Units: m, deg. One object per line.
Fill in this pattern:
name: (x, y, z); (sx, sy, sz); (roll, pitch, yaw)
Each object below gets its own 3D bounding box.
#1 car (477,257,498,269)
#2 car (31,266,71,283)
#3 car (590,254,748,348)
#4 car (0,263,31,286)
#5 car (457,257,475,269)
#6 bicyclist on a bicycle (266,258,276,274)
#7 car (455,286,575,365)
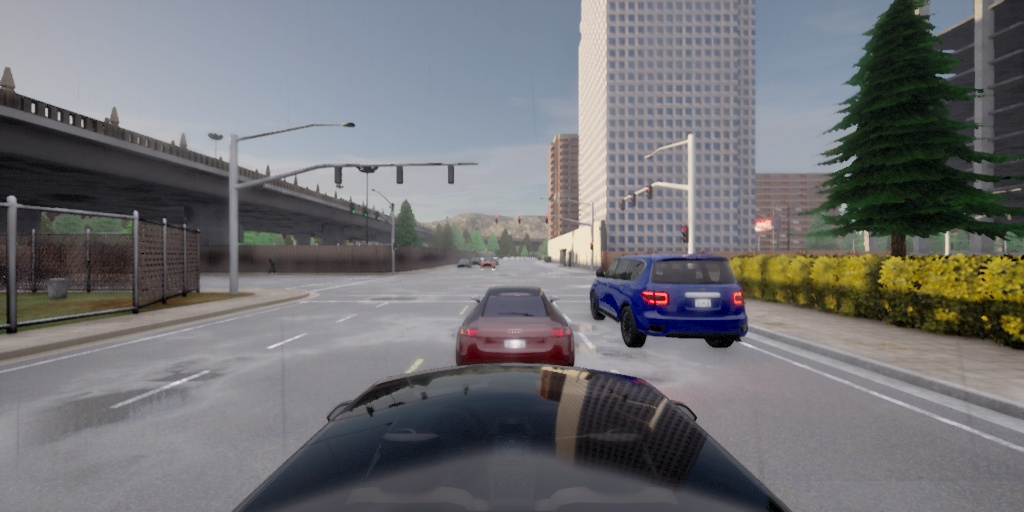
car: (-3.570, 1.031, 53.731); (2.097, 1.767, 4.553); (0, 0, 0)
car: (-35.982, 1.372, 26.659); (4.718, 1.301, 1.895); (0, 0, 0)
car: (3.570, 0.961, 9.329); (2.150, 2.045, 5.566); (0, 0, 1)
car: (-35.461, 0.997, 23.159); (5.566, 2.045, 2.150); (0, 0, 0)
car: (-7.071, 1.183, 53.729); (1.837, 1.490, 4.892); (0, 0, 0)
bicyclist on a bicycle: (-25.293, 1.057, 37.660); (0.582, 1.620, 1.656); (0, 0, 0)
car: (0.064, 1.306, 7.465); (1.994, 1.385, 4.181); (0, 0, 0)
